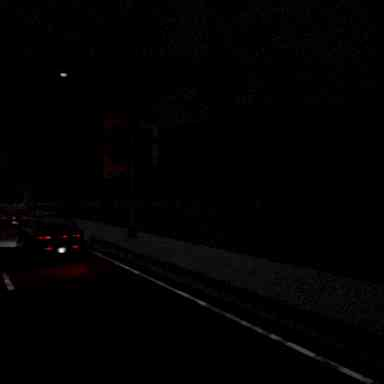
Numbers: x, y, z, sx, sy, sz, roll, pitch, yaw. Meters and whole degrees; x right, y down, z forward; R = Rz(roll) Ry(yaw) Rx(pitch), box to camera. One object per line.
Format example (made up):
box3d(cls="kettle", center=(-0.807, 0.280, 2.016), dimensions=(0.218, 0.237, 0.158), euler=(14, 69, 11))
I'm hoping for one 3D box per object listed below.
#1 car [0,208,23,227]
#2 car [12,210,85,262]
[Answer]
box3d(cls="car", center=(-13.512, 1.860, 24.832), dimensions=(1.895, 1.301, 4.718), euler=(1, -1, -33))
box3d(cls="car", center=(-5.556, 1.642, 12.847), dimensions=(1.837, 1.490, 4.892), euler=(1, -1, -33))
